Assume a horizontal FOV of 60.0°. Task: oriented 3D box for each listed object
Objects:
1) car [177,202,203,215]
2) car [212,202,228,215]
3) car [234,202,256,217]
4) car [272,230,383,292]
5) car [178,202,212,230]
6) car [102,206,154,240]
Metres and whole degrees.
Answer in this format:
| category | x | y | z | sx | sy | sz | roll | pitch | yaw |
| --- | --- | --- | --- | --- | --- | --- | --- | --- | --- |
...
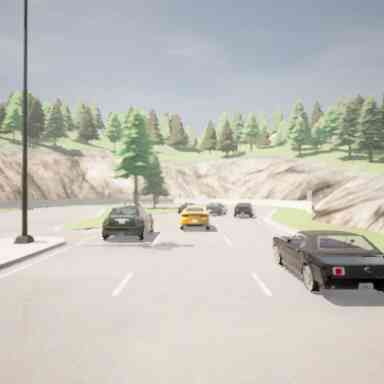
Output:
| category | x | y | z | sx | sy | sz | roll | pitch | yaw |
| --- | --- | --- | --- | --- | --- | --- | --- | --- | --- |
| car | -0.194 | 1.925 | 40.142 | 1.994 | 1.385 | 4.181 | 0 | -1 | 15 |
| car | 2.792 | 1.892 | 38.221 | 2.033 | 1.411 | 5.357 | 0 | -1 | 17 |
| car | 5.584 | 1.820 | 34.989 | 1.837 | 1.490 | 4.892 | 0 | -1 | 15 |
| car | 3.602 | 1.684 | 9.098 | 1.895 | 1.301 | 4.718 | 0 | -1 | 0 |
| car | 0.258 | 1.685 | 22.967 | 1.882 | 1.535 | 5.008 | 0 | -1 | 2 |
| car | -3.362 | 1.517 | 18.208 | 2.097 | 1.767 | 4.553 | 0 | -1 | 1 |
